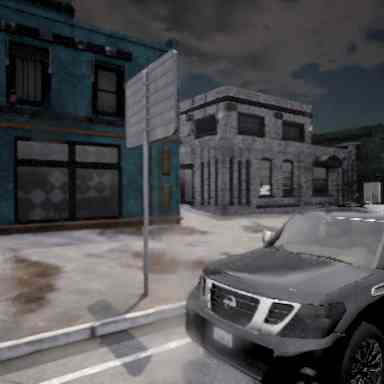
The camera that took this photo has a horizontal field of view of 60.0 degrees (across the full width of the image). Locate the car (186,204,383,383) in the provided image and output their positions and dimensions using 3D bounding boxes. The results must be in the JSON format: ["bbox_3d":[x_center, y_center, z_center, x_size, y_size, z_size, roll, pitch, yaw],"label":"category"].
[{"bbox_3d":[2.585,1.239,5.221,5.566,2.045,2.150,0,0,-35],"label":"car"}]
